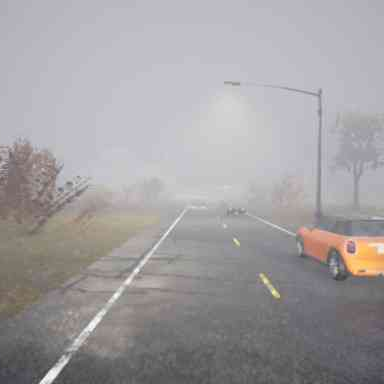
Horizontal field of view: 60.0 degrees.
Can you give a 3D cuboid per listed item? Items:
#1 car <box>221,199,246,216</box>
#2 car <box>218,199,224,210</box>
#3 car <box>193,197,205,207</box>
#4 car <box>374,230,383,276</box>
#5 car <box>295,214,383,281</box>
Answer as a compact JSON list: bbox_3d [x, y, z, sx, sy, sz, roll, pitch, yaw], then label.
[{"bbox_3d":[4.310,1.702,33.888,1.895,1.301,4.718,1,0,2],"label":"car"},{"bbox_3d":[4.525,1.653,44.963,2.033,1.411,5.357,1,0,1],"label":"car"},{"bbox_3d":[1.126,1.580,53.988,1.812,1.442,4.674,1,0,0],"label":"car"},{"bbox_3d":[4.608,1.578,4.287,1.837,1.490,4.892,1,0,1],"label":"car"},{"bbox_3d":[4.752,1.435,10.257,2.097,1.767,4.553,1,0,1],"label":"car"}]
